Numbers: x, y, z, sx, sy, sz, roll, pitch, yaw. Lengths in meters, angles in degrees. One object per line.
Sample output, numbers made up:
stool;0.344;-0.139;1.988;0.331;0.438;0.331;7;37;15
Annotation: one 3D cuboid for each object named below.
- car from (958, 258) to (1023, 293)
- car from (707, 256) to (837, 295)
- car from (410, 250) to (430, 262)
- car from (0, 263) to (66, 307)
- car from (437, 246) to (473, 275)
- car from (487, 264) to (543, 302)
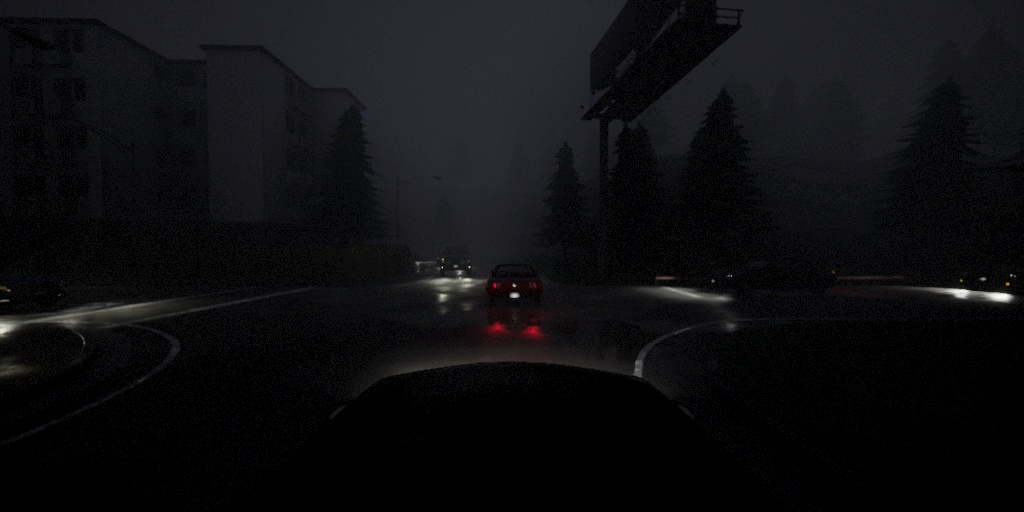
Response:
car;21.356;0.765;14.774;4.181;1.385;1.994;0;2;-1
car;10.478;0.732;14.580;4.674;1.442;1.812;0;2;-1
car;-12.612;-0.045;48.007;1.812;1.442;4.674;-1;2;-37
car;-16.160;0.804;10.391;5.008;1.535;1.882;0;2;0
car;-4.173;0.256;26.782;2.150;2.045;5.566;0;2;-8
car;0.092;0.961;14.079;1.895;1.301;4.718;0;1;0
